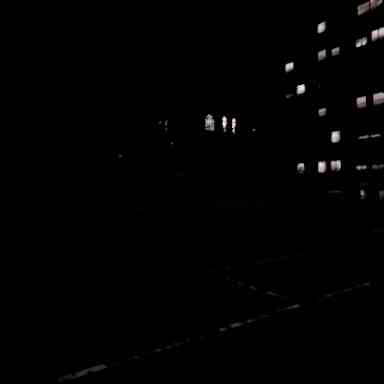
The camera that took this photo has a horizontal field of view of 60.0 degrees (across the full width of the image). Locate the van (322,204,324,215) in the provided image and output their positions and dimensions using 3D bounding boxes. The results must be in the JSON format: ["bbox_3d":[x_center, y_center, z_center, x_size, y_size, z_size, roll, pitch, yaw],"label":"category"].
[{"bbox_3d":[10.902,1.652,32.825,1.690,1.788,3.998,-1,0,-36],"label":"van"}]
